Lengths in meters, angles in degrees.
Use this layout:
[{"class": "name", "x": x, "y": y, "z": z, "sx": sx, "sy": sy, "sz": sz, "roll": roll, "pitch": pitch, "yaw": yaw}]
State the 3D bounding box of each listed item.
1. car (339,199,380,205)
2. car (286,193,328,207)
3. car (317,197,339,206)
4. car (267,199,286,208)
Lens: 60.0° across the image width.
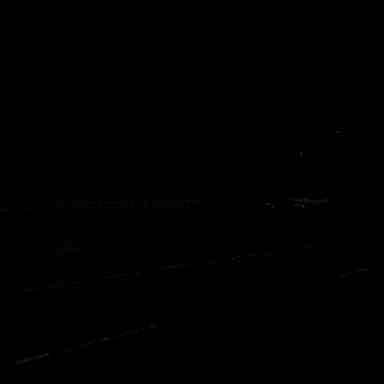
[{"class": "car", "x": 17.325, "y": 1.458, "z": 33.468, "sx": 5.008, "sy": 1.535, "sz": 1.882, "roll": 0, "pitch": 0, "yaw": -35}, {"class": "car", "x": 14.209, "y": 1.200, "z": 39.827, "sx": 5.566, "sy": 2.045, "sz": 2.150, "roll": 0, "pitch": 0, "yaw": -35}, {"class": "car", "x": 16.425, "y": 1.579, "z": 37.105, "sx": 4.718, "sy": 1.301, "sz": 1.895, "roll": 0, "pitch": 0, "yaw": -35}, {"class": "car", "x": 11.795, "y": 1.580, "z": 42.394, "sx": 4.718, "sy": 1.301, "sz": 1.895, "roll": 0, "pitch": 0, "yaw": -35}]
